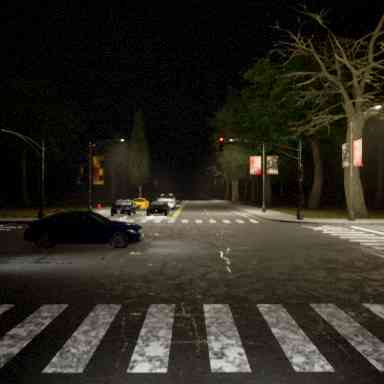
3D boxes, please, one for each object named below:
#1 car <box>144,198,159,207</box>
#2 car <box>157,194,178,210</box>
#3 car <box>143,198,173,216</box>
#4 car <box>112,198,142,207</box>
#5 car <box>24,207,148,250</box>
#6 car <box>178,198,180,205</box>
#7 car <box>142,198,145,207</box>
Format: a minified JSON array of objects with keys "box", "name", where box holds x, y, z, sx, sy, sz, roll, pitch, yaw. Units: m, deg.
[{"box":[-6.530,1.677,54.394,1.994,1.385,4.181,0,0,0],"name":"car"},{"box":[-3.296,1.270,43.169,2.150,2.045,5.566,0,0,0],"name":"car"},{"box":[-3.302,1.582,32.975,1.994,1.385,4.181,0,0,1],"name":"car"},{"box":[-6.561,1.509,32.335,2.128,1.511,4.902,0,0,0],"name":"car"},{"box":[-4.382,1.510,13.705,4.674,1.442,1.812,0,0,0],"name":"car"},{"box":[-3.230,1.779,62.717,1.895,1.301,4.718,0,0,1],"name":"car"},{"box":[-6.550,1.519,41.855,1.882,1.535,5.008,0,0,0],"name":"car"}]
